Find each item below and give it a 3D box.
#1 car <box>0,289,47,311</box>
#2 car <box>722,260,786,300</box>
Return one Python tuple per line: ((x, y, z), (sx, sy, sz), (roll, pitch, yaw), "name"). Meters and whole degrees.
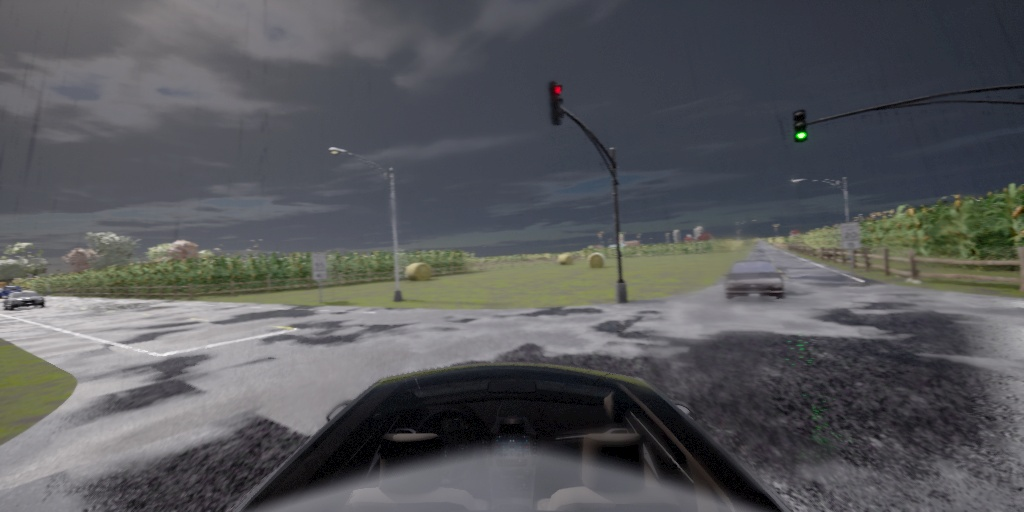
((-42.663, 3.866, 31.382), (4.892, 1.490, 1.837), (-3, -1, 31), "car")
((9.665, 0.868, 14.384), (2.033, 1.411, 5.357), (-4, 0, 34), "car")
